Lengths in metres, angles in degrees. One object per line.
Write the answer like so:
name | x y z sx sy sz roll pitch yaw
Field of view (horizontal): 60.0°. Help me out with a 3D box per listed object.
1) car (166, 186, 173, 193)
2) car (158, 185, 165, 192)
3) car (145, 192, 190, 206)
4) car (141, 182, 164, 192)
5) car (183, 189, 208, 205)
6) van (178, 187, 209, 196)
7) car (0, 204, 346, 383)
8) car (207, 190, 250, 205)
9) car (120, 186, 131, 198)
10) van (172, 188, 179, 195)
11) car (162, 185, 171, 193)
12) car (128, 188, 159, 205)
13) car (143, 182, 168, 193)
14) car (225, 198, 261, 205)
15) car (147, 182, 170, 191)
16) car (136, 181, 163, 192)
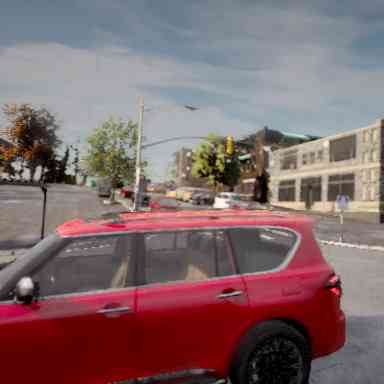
car | -0.844 0.434 50.811 5.366 1.575 1.946 4 2 -38
car | -2.898 0.119 56.431 4.674 1.452 2.002 4 2 -39
car | -2.037 1.172 25.754 1.882 1.535 5.008 4 2 -18
car | -8.723 -1.058 73.575 4.553 1.767 2.185 5 -1 -40
car | 1.840 0.947 42.090 4.892 1.521 2.231 4 2 -38
van | 0.836 0.543 44.874 4.442 1.987 1.878 4 2 -38
car | -0.897 1.282 4.034 5.566 2.045 2.150 0 -1 -16
car | 4.721 1.216 33.508 5.566 2.045 2.435 4 2 -38
car | -8.429 0.020 44.587 1.882 1.535 5.008 4 2 -19
van | -0.113 0.369 47.745 4.442 1.987 1.878 4 2 -38
car | -1.934 0.294 53.565 4.674 1.452 2.002 4 2 -38
car | -5.213 0.686 35.120 1.994 1.385 4.181 4 2 -19
car | -7.772 -0.923 70.707 4.553 1.767 2.185 4 1 -40
car | 5.626 1.678 30.635 4.674 1.452 2.002 4 2 -38
car | -5.637 -0.435 65.114 5.366 1.575 1.946 4 2 -39
car | -9.747 -1.242 76.340 5.566 2.045 2.435 6 -4 -39
